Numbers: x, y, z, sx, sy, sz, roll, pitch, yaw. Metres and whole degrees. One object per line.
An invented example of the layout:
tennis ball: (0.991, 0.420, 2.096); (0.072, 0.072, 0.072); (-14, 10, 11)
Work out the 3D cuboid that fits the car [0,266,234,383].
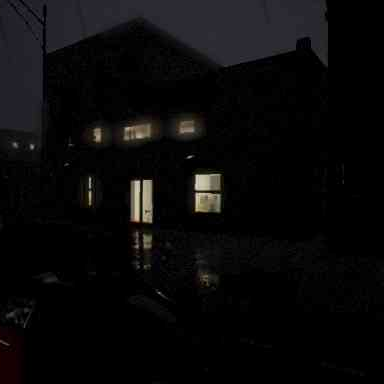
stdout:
car: (-1.535, 1.580, 3.958); (4.206, 1.307, 1.802); (0, 1, 36)
